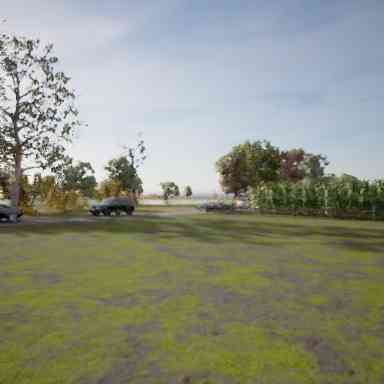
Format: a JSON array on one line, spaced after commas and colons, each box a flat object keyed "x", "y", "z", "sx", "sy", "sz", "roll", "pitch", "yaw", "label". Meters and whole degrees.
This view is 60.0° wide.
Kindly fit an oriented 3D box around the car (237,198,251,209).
[{"x": 10.039, "y": 2.038, "z": 60.015, "sx": 2.150, "sy": 2.045, "sz": 5.566, "roll": -1, "pitch": -2, "yaw": 35, "label": "car"}]

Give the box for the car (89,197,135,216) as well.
[{"x": -8.975, "y": 1.646, "z": 37.941, "sx": 2.150, "sy": 2.045, "sz": 5.566, "roll": -1, "pitch": -2, "yaw": 35, "label": "car"}]

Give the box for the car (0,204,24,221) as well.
[{"x": -16.473, "y": 1.721, "z": 27.277, "sx": 2.128, "sy": 1.511, "sz": 4.902, "roll": -1, "pitch": -1, "yaw": 35, "label": "car"}]

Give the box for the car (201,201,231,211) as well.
[{"x": 4.078, "y": 2.204, "z": 51.447, "sx": 2.033, "sy": 1.411, "sz": 5.357, "roll": -1, "pitch": -2, "yaw": 36, "label": "car"}]

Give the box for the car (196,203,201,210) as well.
[{"x": 2.570, "y": 2.215, "z": 54.220, "sx": 2.128, "sy": 1.511, "sz": 4.902, "roll": -1, "pitch": -2, "yaw": 36, "label": "car"}]
